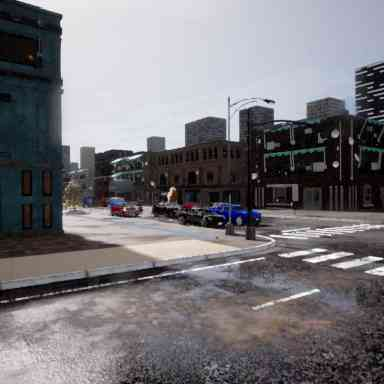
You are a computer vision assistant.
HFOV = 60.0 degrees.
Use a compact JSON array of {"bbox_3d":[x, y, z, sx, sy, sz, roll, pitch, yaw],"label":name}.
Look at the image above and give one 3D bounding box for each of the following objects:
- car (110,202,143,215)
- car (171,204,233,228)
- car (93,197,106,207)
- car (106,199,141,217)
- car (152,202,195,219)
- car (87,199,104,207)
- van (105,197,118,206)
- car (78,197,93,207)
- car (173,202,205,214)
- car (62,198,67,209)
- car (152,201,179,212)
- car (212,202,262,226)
[{"bbox_3d":[-8.343,1.989,41.915,2.033,1.411,5.357,-1,0,-35],"label":"car"},{"bbox_3d":[0.660,1.814,24.549,1.947,1.339,4.313,-2,0,-35],"label":"car"},{"bbox_3d":[-16.498,1.940,63.340,2.192,1.841,5.009,-1,0,-35],"label":"car"},{"bbox_3d":[-7.285,1.846,35.928,1.967,1.590,4.097,-1,0,-35],"label":"car"},{"bbox_3d":[-2.212,1.813,33.282,2.128,1.511,4.902,-1,0,-35],"label":"car"},{"bbox_3d":[-19.701,2.228,67.851,1.887,1.381,4.507,-1,0,-35],"label":"car"},{"bbox_3d":[-13.290,1.907,58.829,1.690,1.788,3.998,-1,0,-35],"label":"van"},{"bbox_3d":[-20.551,1.909,64.586,2.150,2.045,5.566,-1,0,-35],"label":"car"},{"bbox_3d":[-0.454,1.904,40.786,1.802,1.307,4.206,-2,0,-35],"label":"car"},{"bbox_3d":[-23.223,2.233,58.344,1.752,1.417,4.829,-1,0,-35],"label":"car"},{"bbox_3d":[-3.661,1.966,45.297,1.802,1.307,4.206,-2,0,-35],"label":"car"},{"bbox_3d":[3.187,1.692,25.685,1.882,1.535,5.008,-1,0,-36],"label":"car"}]
